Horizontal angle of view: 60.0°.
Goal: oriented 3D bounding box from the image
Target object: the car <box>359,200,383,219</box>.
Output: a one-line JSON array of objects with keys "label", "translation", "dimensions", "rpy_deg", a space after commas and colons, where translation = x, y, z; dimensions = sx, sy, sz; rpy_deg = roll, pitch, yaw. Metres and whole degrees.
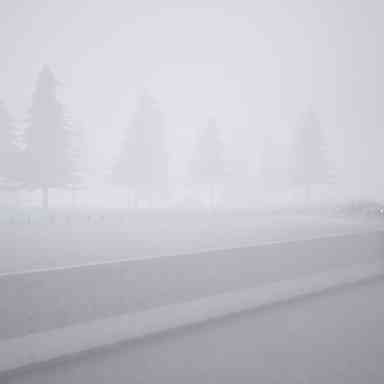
[{"label": "car", "translation": [16.107, 1.512, 26.628], "dimensions": [4.718, 1.301, 1.895], "rpy_deg": [0, 0, -21]}]

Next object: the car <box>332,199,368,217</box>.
[{"label": "car", "translation": [14.856, 1.398, 29.897], "dimensions": [4.902, 1.511, 2.128], "rpy_deg": [0, 0, -21]}]
